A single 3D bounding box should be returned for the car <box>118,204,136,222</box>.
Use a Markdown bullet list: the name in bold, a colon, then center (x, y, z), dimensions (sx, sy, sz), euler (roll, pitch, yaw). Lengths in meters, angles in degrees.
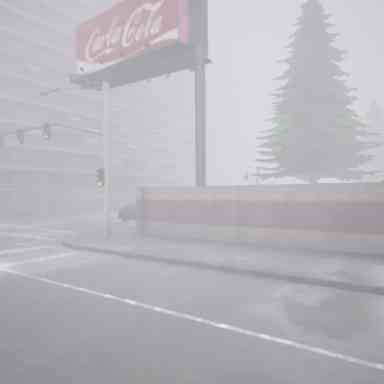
- **car**: center (-3.787, 1.649, 27.230), dimensions (2.128, 1.511, 4.902), euler (-1, 0, 35)
